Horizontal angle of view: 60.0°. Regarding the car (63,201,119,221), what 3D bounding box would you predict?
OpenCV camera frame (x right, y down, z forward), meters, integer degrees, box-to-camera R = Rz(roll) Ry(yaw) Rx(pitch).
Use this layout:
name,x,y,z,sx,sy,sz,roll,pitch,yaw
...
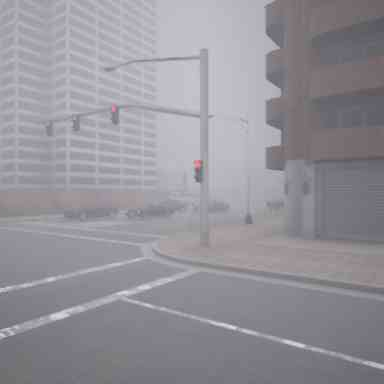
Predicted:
name,x,y,z,sx,sy,sz,roll,pitch,yaw
car,-8.588,1.572,28.632,1.882,1.535,5.008,0,0,35

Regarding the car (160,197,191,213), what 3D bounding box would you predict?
name,x,y,z,sx,sy,sz,roll,pitch,yaw
car,-2.578,1.599,37.147,1.837,1.490,4.892,0,0,35

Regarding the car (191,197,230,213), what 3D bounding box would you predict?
name,x,y,z,sx,sy,sz,roll,pitch,yaw
car,2.351,1.628,38.048,2.033,1.411,5.357,0,0,35

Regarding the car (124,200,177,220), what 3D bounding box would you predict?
name,x,y,z,sx,sy,sz,roll,pitch,yaw
car,-3.718,1.681,29.464,1.895,1.301,4.718,0,0,35

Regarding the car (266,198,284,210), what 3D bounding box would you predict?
name,x,y,z,sx,sy,sz,roll,pitch,yaw
car,11.592,1.544,44.764,1.882,1.535,5.008,0,0,35
